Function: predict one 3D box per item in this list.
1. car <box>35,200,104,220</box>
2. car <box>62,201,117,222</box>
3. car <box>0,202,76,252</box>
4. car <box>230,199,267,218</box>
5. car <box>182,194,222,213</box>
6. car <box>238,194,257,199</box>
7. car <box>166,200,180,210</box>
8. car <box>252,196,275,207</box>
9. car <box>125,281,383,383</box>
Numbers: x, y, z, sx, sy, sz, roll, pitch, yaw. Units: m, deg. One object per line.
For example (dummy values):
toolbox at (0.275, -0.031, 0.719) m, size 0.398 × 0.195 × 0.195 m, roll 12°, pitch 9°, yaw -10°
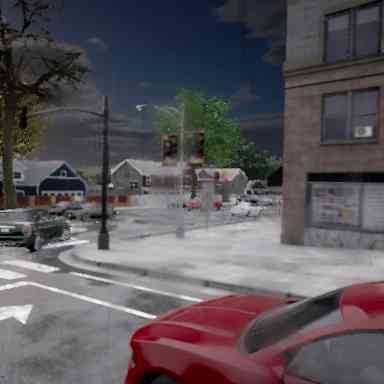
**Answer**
car at (-10.502, 1.456, 28.862) m, size 2.033 × 1.411 × 5.357 m, roll 2°, pitch 1°, yaw 36°
car at (-8.081, 1.566, 26.656) m, size 1.994 × 1.385 × 4.181 m, roll 2°, pitch 1°, yaw 35°
car at (-7.175, 1.518, 14.909) m, size 2.097 × 1.767 × 4.553 m, roll 2°, pitch -1°, yaw 0°
car at (5.632, 1.796, 34.328) m, size 1.812 × 1.442 × 4.674 m, roll 2°, pitch 1°, yaw 36°
car at (1.536, 1.308, 40.079) m, size 2.150 × 2.045 × 5.566 m, roll 2°, pitch 1°, yaw 36°
car at (9.416, 1.422, 56.509) m, size 2.150 × 2.045 × 5.566 m, roll 2°, pitch 1°, yaw 36°
car at (-1.151, 1.592, 41.924) m, size 1.895 × 1.301 × 4.718 m, roll 2°, pitch 1°, yaw 36°
car at (12.068, 1.769, 54.646) m, size 1.812 × 1.442 × 4.674 m, roll 2°, pitch 1°, yaw 36°
car at (1.650, 1.478, 2.511) m, size 5.008 × 1.535 × 1.882 m, roll 0°, pitch 0°, yaw 36°
